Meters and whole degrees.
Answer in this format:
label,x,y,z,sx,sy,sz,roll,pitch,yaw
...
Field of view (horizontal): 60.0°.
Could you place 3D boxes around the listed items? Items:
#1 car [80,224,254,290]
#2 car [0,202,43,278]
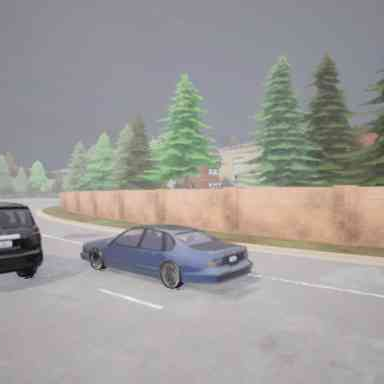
label,x,y,z,sx,sy,sz,roll,pitch,yaw
car,-0.967,1.615,9.352,5.357,1.411,2.033,0,0,40
car,-6.236,1.298,9.357,5.566,2.045,2.150,0,0,42
